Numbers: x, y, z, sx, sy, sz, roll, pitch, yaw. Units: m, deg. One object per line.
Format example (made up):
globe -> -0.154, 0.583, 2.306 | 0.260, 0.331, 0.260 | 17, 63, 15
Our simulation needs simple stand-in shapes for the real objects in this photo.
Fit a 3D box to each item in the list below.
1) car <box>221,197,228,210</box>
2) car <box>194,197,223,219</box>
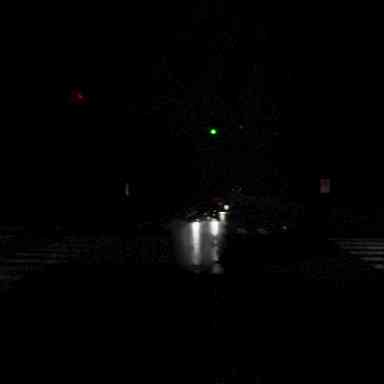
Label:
car -> 2.931, 1.460, 40.108 | 1.882, 1.535, 5.008 | -1, 0, 8
car -> 1.364, 1.495, 28.552 | 1.837, 1.490, 4.892 | -1, 0, 8
